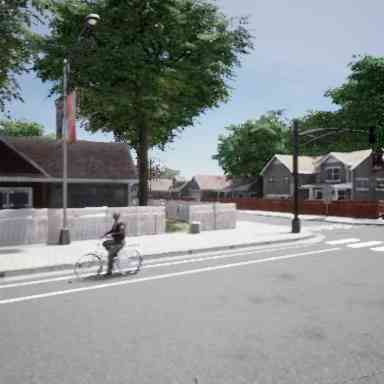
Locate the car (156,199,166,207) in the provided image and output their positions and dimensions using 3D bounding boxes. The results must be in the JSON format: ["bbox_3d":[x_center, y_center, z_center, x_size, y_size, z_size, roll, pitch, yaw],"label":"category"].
[{"bbox_3d":[-6.231,2.037,61.970,1.994,1.385,4.181,0,0,-22],"label":"car"}]

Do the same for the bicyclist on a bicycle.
[{"bbox_3d":[-2.153,1.383,8.710,1.843,1.776,0.659,1,0,-35],"label":"bicyclist on a bicycle"}]

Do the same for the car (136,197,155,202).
[{"bbox_3d":[-8.877,1.944,61.077,1.882,1.535,5.008,0,0,-24],"label":"car"}]

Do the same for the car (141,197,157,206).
[{"bbox_3d":[-8.844,1.879,67.877,2.097,1.767,4.553,0,0,-24],"label":"car"}]
